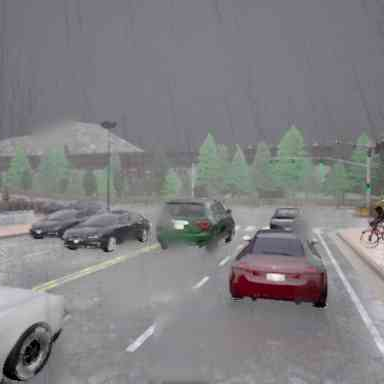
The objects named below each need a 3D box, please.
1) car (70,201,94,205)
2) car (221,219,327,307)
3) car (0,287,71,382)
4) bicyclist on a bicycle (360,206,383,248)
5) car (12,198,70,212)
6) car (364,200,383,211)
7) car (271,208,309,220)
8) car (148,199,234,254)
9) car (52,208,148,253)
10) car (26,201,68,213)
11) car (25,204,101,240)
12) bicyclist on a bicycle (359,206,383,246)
[{"bbox_3d":[-13.635,1.777,42.107,4.181,1.385,1.994,0,0,16],"label":"car"},{"bbox_3d":[2.183,1.623,8.326,1.994,1.385,4.181,0,0,17],"label":"car"},{"bbox_3d":[-3.226,1.609,2.842,1.895,1.301,4.718,0,0,17],"label":"car"},{"bbox_3d":[7.346,1.403,12.730,1.656,1.620,0.582,0,-1,36],"label":"bicyclist on a bicycle"},{"bbox_3d":[-16.263,1.714,35.570,5.357,1.411,2.033,0,0,16],"label":"car"},{"bbox_3d":[26.431,1.869,45.707,4.892,1.490,1.837,0,0,15],"label":"car"},{"bbox_3d":[5.404,1.623,18.507,2.128,1.511,4.902,0,0,18],"label":"car"},{"bbox_3d":[0.356,1.315,14.335,2.150,2.045,5.566,0,0,17],"label":"car"},{"bbox_3d":[-3.466,1.586,14.364,1.837,1.490,4.892,0,-1,18],"label":"car"},{"bbox_3d":[-17.170,1.747,39.458,4.181,1.385,1.994,0,0,16],"label":"car"},{"bbox_3d":[-6.186,1.595,17.343,1.837,1.490,4.892,0,-1,18],"label":"car"},{"bbox_3d":[7.956,1.413,13.906,1.656,1.620,0.582,0,0,11],"label":"bicyclist on a bicycle"}]
